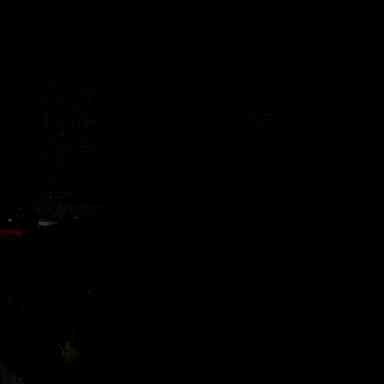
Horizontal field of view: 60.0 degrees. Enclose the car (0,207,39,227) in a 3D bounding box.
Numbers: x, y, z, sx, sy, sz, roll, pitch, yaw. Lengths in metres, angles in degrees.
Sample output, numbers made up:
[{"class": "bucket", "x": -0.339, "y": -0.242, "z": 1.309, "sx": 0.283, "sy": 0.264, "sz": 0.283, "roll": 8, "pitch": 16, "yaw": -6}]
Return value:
[{"class": "car", "x": -13.236, "y": 1.869, "z": 25.697, "sx": 1.882, "sy": 1.535, "sz": 5.008, "roll": 3, "pitch": -2, "yaw": -12}]
